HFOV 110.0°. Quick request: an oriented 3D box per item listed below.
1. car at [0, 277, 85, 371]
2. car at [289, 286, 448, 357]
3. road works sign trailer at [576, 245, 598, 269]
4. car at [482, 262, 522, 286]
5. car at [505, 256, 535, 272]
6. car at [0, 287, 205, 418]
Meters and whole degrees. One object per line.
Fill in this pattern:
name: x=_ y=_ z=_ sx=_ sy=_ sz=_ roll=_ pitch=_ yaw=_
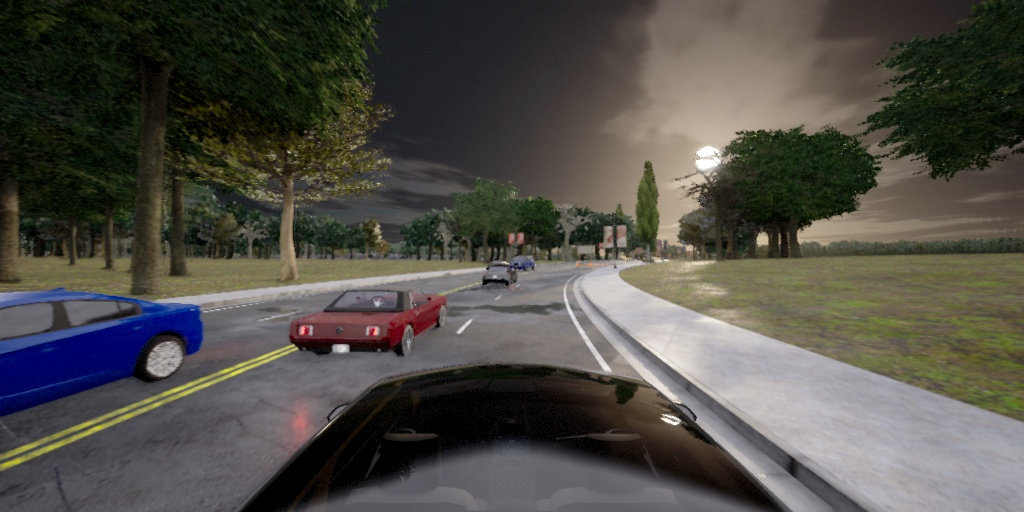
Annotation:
car: x=-9.717 y=1.193 z=4.828 sx=1.882 sy=1.535 sz=5.008 roll=0 pitch=0 yaw=2
car: x=-2.901 y=1.360 z=8.558 sx=1.895 sy=1.301 sz=4.718 roll=0 pitch=0 yaw=3
road works sign trailer: x=11.129 y=0.115 z=54.239 sx=2.380 sy=3.560 sz=2.880 roll=0 pitch=0 yaw=27
car: x=-0.801 y=1.357 z=25.992 sx=1.994 sy=1.385 sz=4.181 roll=0 pitch=0 yaw=10
car: x=1.368 y=0.981 z=47.127 sx=2.150 sy=2.045 sz=5.566 roll=0 pitch=0 yaw=20
car: x=-6.481 y=1.205 z=4.294 sx=1.882 sy=1.535 sz=5.008 roll=0 pitch=0 yaw=1
